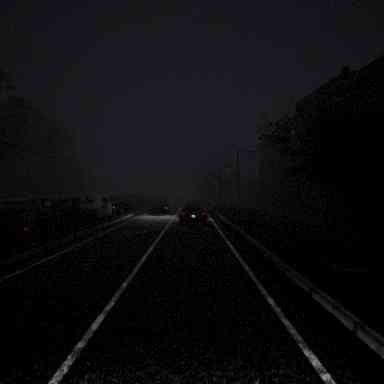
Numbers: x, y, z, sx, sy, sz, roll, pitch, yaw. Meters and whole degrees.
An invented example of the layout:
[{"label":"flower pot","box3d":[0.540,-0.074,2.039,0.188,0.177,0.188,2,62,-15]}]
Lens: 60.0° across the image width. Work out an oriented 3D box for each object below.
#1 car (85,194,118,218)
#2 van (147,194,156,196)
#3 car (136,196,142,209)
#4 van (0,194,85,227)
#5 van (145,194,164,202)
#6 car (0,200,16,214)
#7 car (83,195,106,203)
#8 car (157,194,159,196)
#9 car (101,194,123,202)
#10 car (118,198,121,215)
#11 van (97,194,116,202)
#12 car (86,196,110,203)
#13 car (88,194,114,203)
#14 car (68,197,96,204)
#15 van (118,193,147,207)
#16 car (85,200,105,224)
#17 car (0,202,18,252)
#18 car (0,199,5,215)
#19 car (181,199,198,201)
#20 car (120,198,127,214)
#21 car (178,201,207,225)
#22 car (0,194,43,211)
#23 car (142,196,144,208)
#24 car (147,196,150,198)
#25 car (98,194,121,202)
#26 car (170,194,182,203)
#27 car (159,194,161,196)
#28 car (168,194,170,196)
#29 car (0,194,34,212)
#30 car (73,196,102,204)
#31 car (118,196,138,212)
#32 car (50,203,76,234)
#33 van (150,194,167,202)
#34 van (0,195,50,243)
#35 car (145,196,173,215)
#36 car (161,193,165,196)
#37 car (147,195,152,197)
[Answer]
[{"label":"car","box3d":[-8.900,1.250,25.278,5.566,2.045,2.435,0,0,0]},{"label":"van","box3d":[-8.812,1.412,56.111,4.442,1.987,1.878,0,0,0]},{"label":"car","box3d":[-9.083,1.546,39.290,5.366,1.575,1.946,0,0,0]},{"label":"van","box3d":[-8.978,1.264,19.670,4.442,1.987,1.878,0,0,0]},{"label":"van","box3d":[-9.092,1.546,81.340,4.442,1.987,1.878,0,0,0]},{"label":"car","box3d":[-21.969,1.575,36.134,4.674,1.452,2.002,0,0,0]},{"label":"car","box3d":[-22.075,1.614,75.254,4.553,1.767,2.185,0,0,0]},{"label":"car","box3d":[-8.908,1.542,61.716,4.553,1.767,2.185,0,0,0]},{"label":"car","box3d":[-22.046,1.572,91.911,5.566,2.045,2.435,0,0,0]},{"label":"car","box3d":[-8.872,1.508,28.085,4.892,1.521,2.231,0,0,0]},{"label":"van","box3d":[-22.181,1.573,86.358,4.442,1.987,1.878,0,0,0]},{"label":"car","box3d":[-22.020,1.784,78.031,4.792,1.488,2.163,0,0,0]},{"label":"car","box3d":[-22.083,1.518,80.807,5.566,2.045,2.435,0,0,0]},{"label":"car","box3d":[-22.034,1.697,66.927,4.892,1.521,2.231,0,0,0]},{"label":"van","box3d":[-8.791,1.353,44.898,4.442,1.987,1.878,0,0,0]},{"label":"car","box3d":[-8.861,1.495,22.474,5.008,1.535,2.097,0,0,0]},{"label":"car","box3d":[-8.819,1.347,11.259,4.553,1.767,2.185,0,0,0]},{"label":"car","box3d":[-21.961,1.525,33.474,5.008,1.535,2.097,0,0,0]},{"label":"car","box3d":[0.080,1.638,41.547,2.033,1.411,5.357,0,0,0]},{"label":"car","box3d":[-8.853,1.545,30.882,4.792,1.488,2.163,0,0,0]},{"label":"car","box3d":[0.088,1.596,24.398,1.994,1.385,4.181,0,0,0]},{"label":"car","box3d":[-21.953,1.311,41.705,5.566,2.045,2.435,0,0,0]},{"label":"car","box3d":[-8.932,1.594,42.093,4.792,1.488,2.163,0,0,0]},{"label":"car","box3d":[-8.884,1.623,47.700,4.792,1.488,2.163,0,0,0]},{"label":"car","box3d":[-22.098,1.562,89.134,5.566,2.045,2.435,0,0,0]},{"label":"car","box3d":[-3.287,1.693,75.693,2.033,1.411,5.357,0,0,0]},{"label":"car","box3d":[-8.913,1.557,64.520,4.553,1.767,2.185,0,0,0]},{"label":"car","box3d":[-8.958,1.550,86.947,5.566,2.045,2.435,0,0,0]},{"label":"car","box3d":[-21.948,1.297,39.043,5.566,2.045,2.435,0,0,0]},{"label":"car","box3d":[-21.848,1.708,69.704,5.366,1.575,1.946,0,0,0]},{"label":"car","box3d":[-8.887,1.536,36.490,5.008,1.535,2.097,0,0,0]},{"label":"car","box3d":[-8.852,1.485,16.867,4.892,1.521,2.231,0,0,0]},{"label":"van","box3d":[-9.107,1.590,89.748,4.442,1.987,1.878,0,0,0]},{"label":"van","box3d":[-8.737,1.252,14.064,4.442,1.987,1.878,0,0,0]},{"label":"car","box3d":[-3.361,1.539,34.949,1.882,1.535,5.008,0,0,0]},{"label":"car","box3d":[-8.921,1.446,67.324,5.566,2.045,2.435,0,0,0]},{"label":"car","box3d":[-8.889,1.638,50.503,4.792,1.488,2.163,0,0,0]}]
